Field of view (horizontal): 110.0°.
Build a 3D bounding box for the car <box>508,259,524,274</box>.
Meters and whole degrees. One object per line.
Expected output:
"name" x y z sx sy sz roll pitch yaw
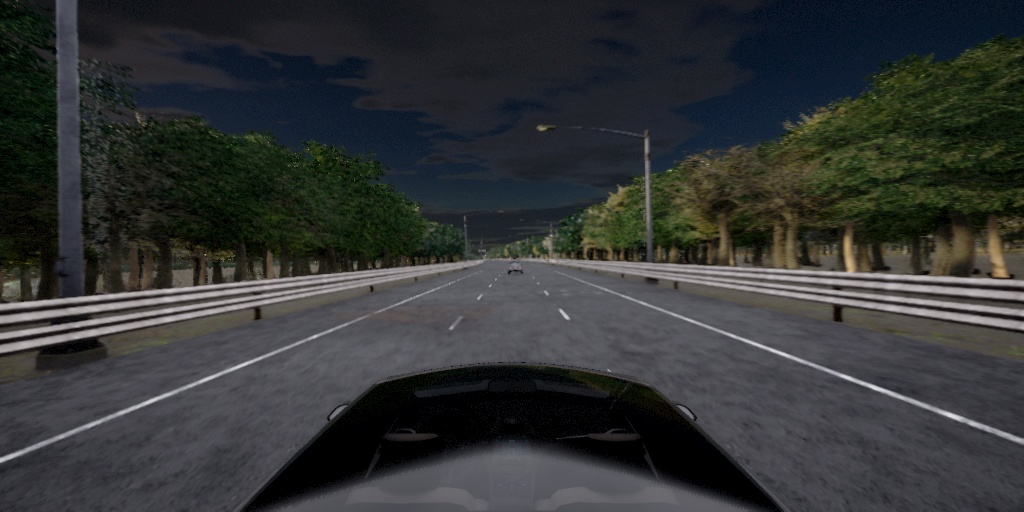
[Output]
"car" 0.467 1.449 44.860 2.033 1.411 5.357 -1 0 1
